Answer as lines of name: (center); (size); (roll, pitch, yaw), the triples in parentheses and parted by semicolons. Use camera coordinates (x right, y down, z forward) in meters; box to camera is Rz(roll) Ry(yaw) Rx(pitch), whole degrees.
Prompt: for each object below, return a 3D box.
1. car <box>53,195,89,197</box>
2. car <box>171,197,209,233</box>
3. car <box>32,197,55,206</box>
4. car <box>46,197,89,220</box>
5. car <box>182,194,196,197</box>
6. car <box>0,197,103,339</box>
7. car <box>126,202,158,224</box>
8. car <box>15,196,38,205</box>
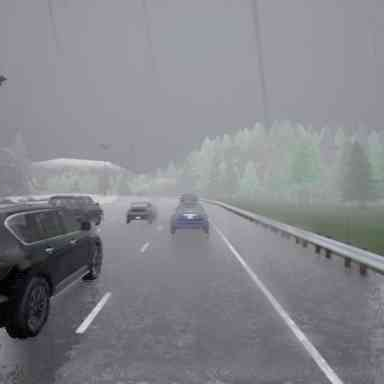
car: (-7.142, 1.224, 20.556); (2.150, 2.045, 5.566); (0, 0, -1)
car: (-0.131, 1.355, 19.703); (2.097, 1.767, 4.553); (0, 0, -1)
car: (-25.320, 1.606, 56.748); (1.895, 1.301, 4.718); (0, 0, -1)
car: (-10.746, 1.355, 29.082); (2.097, 1.767, 4.553); (0, 0, -1)
car: (-0.379, 1.228, 40.031); (2.150, 2.045, 5.566); (0, 0, -1)
car: (-3.472, 1.222, 6.704); (2.150, 2.045, 5.566); (0, 0, -1)
car: (-3.695, 1.508, 25.045); (1.837, 1.490, 4.892); (0, 0, -1)
car: (-28.863, 1.530, 58.097); (1.812, 1.442, 4.674); (0, 0, -2)
